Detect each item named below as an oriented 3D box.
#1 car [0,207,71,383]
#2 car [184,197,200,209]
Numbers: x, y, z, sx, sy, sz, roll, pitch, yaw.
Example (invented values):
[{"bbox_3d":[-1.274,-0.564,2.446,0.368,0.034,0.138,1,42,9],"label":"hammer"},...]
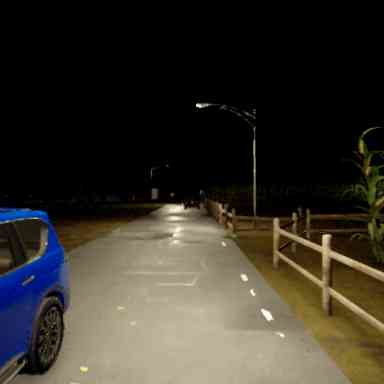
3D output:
[{"bbox_3d":[-2.845,1.221,2.676,2.150,2.045,5.566,0,0,0],"label":"car"},{"bbox_3d":[0.017,1.492,46.839,2.097,1.767,4.553,0,0,0],"label":"car"}]
